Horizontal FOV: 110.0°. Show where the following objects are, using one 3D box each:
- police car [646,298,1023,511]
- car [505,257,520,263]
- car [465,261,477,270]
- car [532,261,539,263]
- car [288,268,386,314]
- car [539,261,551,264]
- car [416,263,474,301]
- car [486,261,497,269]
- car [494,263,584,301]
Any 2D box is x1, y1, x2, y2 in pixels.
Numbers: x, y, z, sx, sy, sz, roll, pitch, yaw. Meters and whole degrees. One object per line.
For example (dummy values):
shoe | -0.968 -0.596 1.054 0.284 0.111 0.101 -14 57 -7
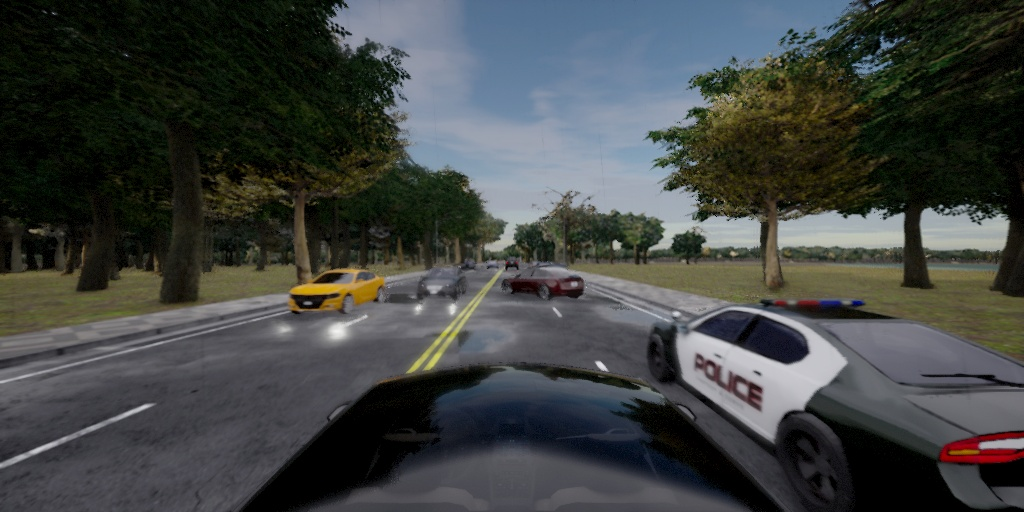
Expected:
police car | 3.252 1.261 4.283 2.038 1.542 4.974 0 0 0
car | 0.024 1.194 57.392 2.150 2.045 5.566 0 0 0
car | -6.544 1.505 55.439 2.033 1.411 5.357 0 0 1
car | 3.262 1.366 37.285 1.837 1.490 4.892 0 0 0
car | -6.596 1.260 14.078 1.882 1.535 5.008 0 0 0
car | 3.258 1.326 26.284 1.837 1.490 4.892 0 0 0
car | -3.343 1.285 17.824 2.128 1.511 4.902 0 0 0
car | -3.266 1.520 61.063 1.812 1.442 4.674 0 0 1
car | 1.420 1.298 17.833 2.163 1.488 4.792 0 0 -35
